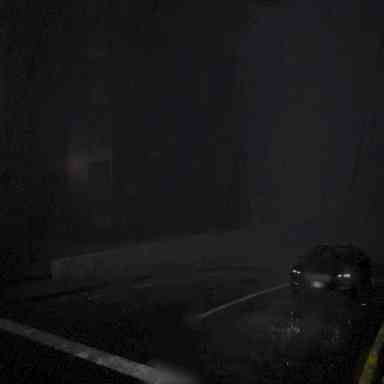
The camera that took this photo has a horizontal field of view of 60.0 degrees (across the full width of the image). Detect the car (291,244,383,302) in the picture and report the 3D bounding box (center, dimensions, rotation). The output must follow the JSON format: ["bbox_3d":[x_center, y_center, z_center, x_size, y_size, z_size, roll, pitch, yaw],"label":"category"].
[{"bbox_3d":[4.783,2.499,11.050,2.128,1.511,4.902,-4,-8,35],"label":"car"}]
